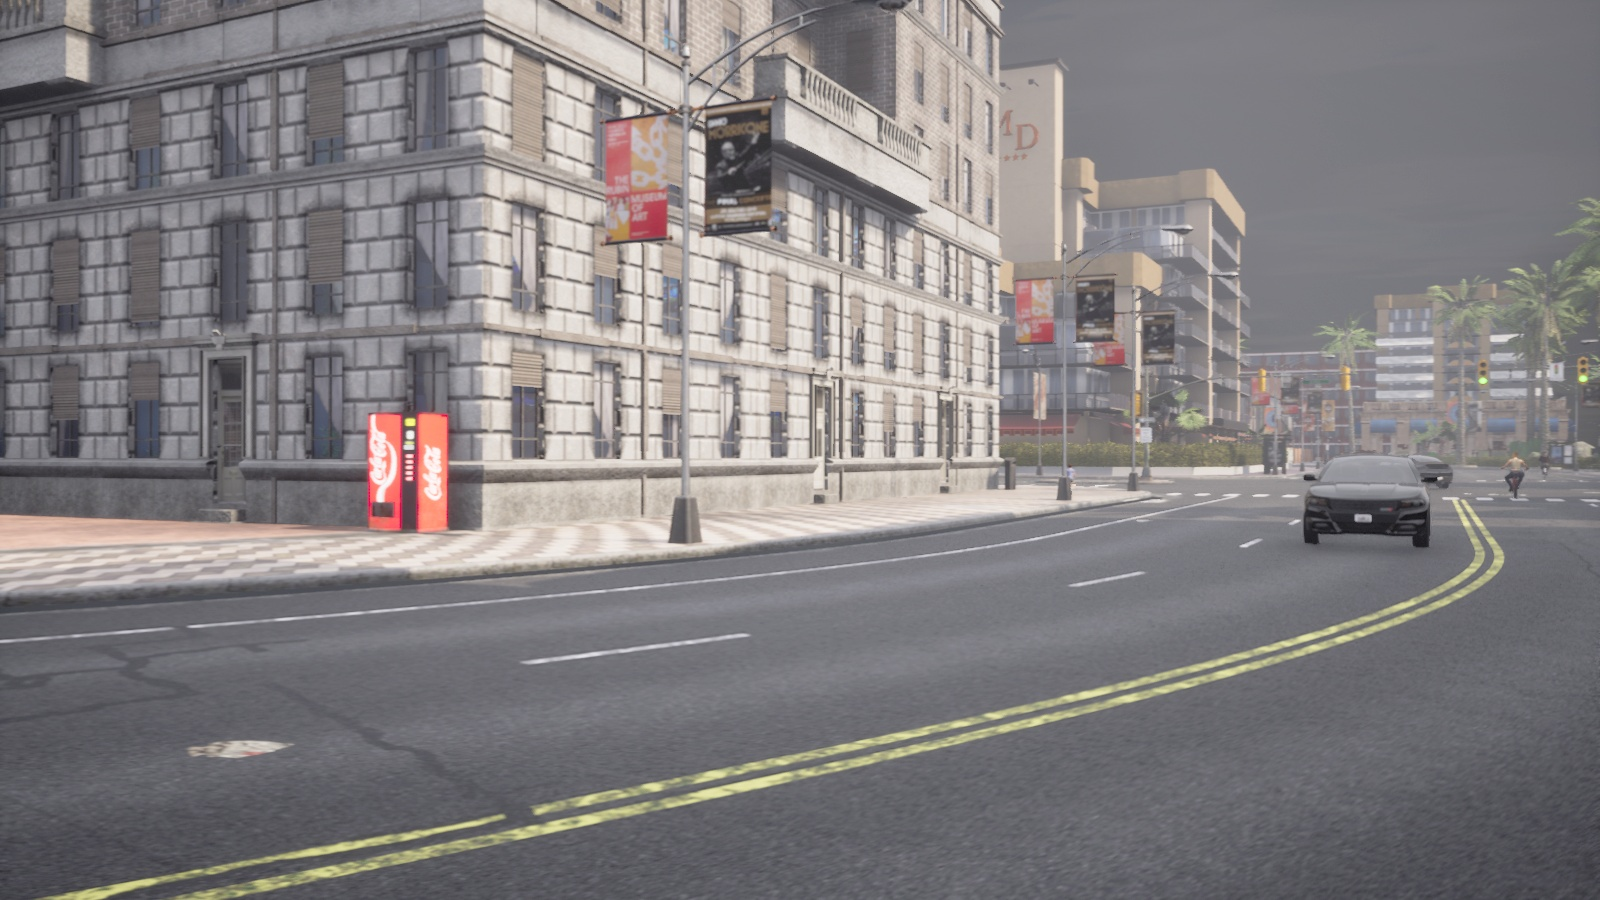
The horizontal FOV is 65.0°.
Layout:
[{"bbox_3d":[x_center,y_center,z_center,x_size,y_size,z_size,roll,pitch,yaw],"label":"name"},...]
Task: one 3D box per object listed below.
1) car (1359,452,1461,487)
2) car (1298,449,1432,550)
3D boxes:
[{"bbox_3d":[27.409,0.860,56.632,1.837,1.490,4.892,0,0,-6],"label":"car"},{"bbox_3d":[9.918,0.767,21.824,1.882,1.535,5.008,0,0,27],"label":"car"}]
